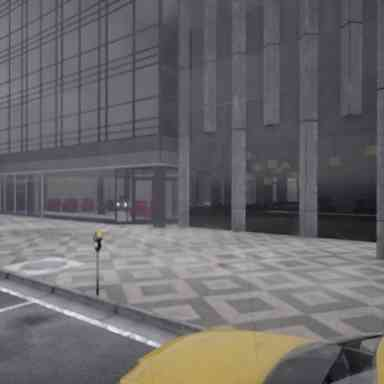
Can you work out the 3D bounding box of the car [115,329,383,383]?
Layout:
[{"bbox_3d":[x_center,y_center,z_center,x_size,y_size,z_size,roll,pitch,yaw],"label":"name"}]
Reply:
[{"bbox_3d":[1.514,1.526,2.001,4.829,1.417,1.752,0,0,36],"label":"car"}]
